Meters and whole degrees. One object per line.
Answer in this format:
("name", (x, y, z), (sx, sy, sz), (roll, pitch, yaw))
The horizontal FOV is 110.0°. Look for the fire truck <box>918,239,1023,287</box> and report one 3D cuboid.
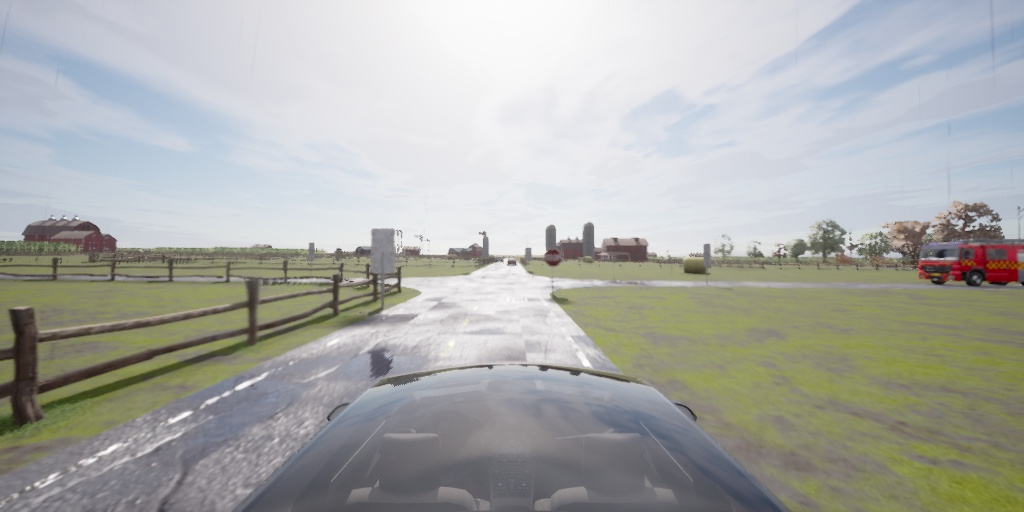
("fire truck", (39.449, 0.570, 29.887), (8.468, 3.827, 2.891), (1, -1, -1))
